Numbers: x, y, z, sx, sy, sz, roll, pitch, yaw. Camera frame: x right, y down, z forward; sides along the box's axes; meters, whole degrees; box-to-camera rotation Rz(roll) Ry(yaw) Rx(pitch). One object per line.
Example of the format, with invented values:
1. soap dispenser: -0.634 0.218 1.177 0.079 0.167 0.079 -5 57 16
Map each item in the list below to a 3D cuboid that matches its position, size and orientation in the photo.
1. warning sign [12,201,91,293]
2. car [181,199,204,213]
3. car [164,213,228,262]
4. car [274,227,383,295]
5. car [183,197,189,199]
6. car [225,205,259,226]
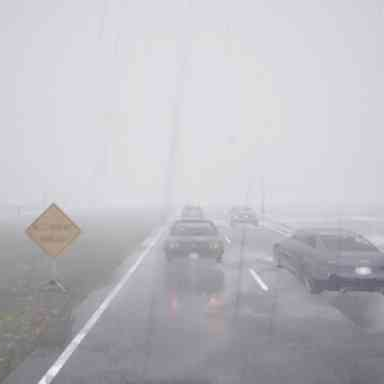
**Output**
1. warning sign: -3.055 1.152 7.378 1.300 1.860 1.060 0 0 0
2. car: 0.047 1.635 28.959 2.128 1.511 4.902 0 0 0
3. car: 0.065 1.662 12.333 1.895 1.301 4.718 0 0 0
4. car: 3.555 1.609 8.879 1.994 1.385 4.181 0 0 0
5. car: -1.334 1.933 77.385 1.812 1.442 4.674 0 0 0
6. car: 3.533 1.668 24.169 2.033 1.411 5.357 0 0 0
